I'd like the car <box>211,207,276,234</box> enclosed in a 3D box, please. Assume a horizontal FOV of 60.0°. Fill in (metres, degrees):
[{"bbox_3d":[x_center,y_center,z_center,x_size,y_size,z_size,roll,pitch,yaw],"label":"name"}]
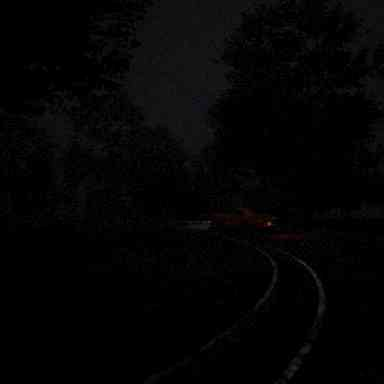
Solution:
[{"bbox_3d":[3.157,1.734,21.508,1.882,1.535,5.008,1,-1,-33],"label":"car"}]
